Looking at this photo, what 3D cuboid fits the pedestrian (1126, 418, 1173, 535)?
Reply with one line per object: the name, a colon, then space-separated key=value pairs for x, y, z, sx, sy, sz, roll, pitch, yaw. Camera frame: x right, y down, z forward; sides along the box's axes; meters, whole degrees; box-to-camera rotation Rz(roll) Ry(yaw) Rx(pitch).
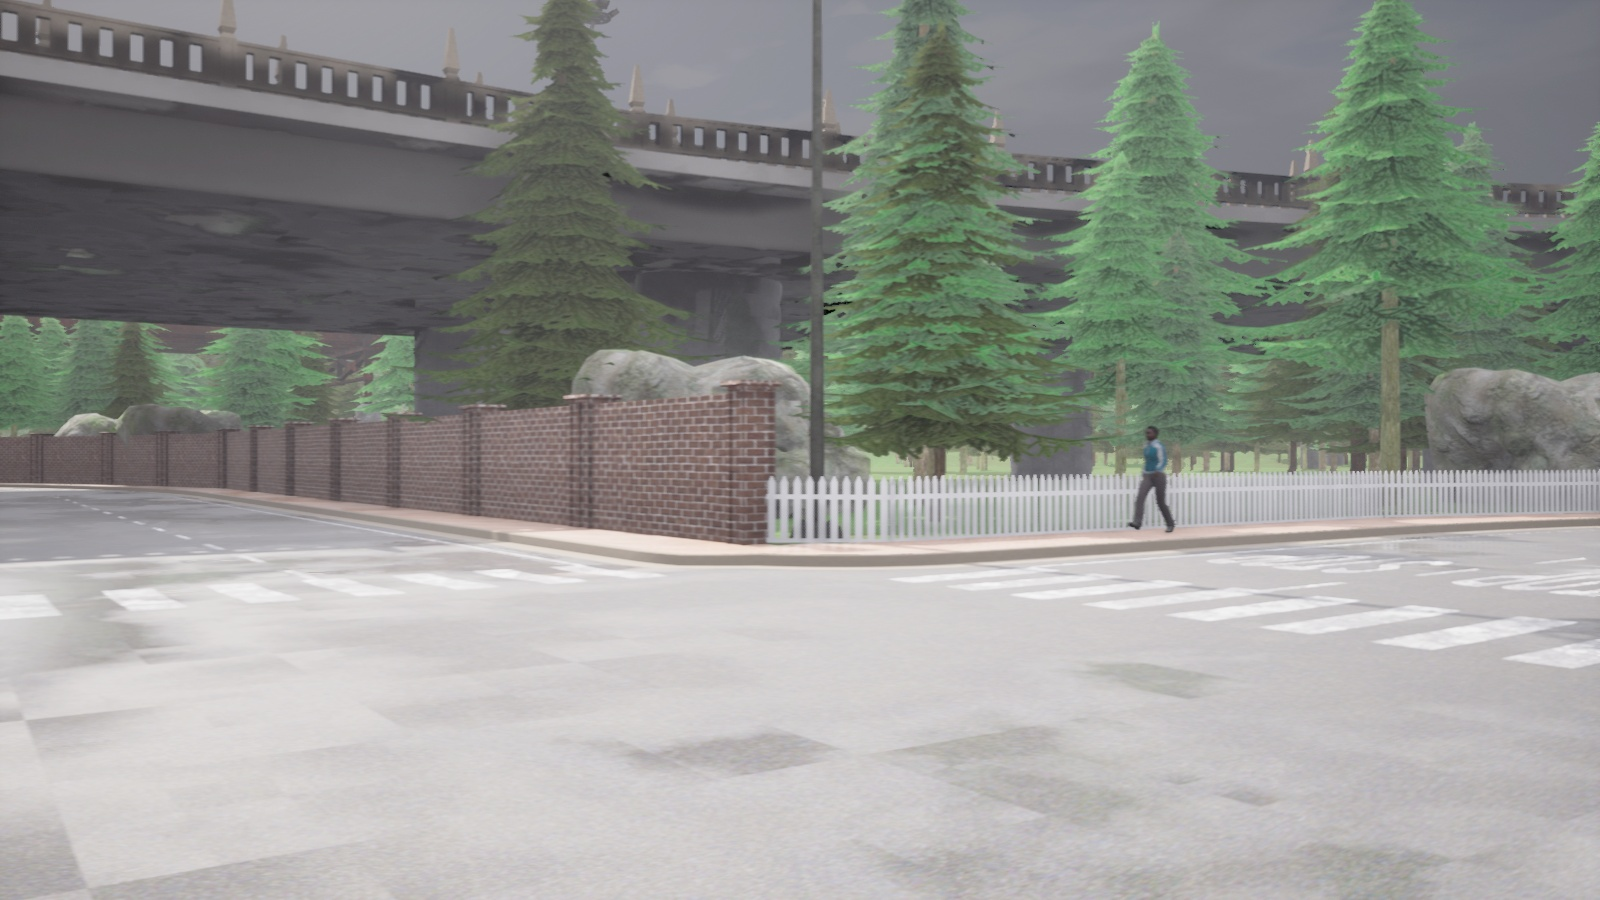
pedestrian: x=5.857 y=0.440 z=21.016 sx=0.692 sy=1.930 sz=0.396 roll=0 pitch=0 yaw=-34
